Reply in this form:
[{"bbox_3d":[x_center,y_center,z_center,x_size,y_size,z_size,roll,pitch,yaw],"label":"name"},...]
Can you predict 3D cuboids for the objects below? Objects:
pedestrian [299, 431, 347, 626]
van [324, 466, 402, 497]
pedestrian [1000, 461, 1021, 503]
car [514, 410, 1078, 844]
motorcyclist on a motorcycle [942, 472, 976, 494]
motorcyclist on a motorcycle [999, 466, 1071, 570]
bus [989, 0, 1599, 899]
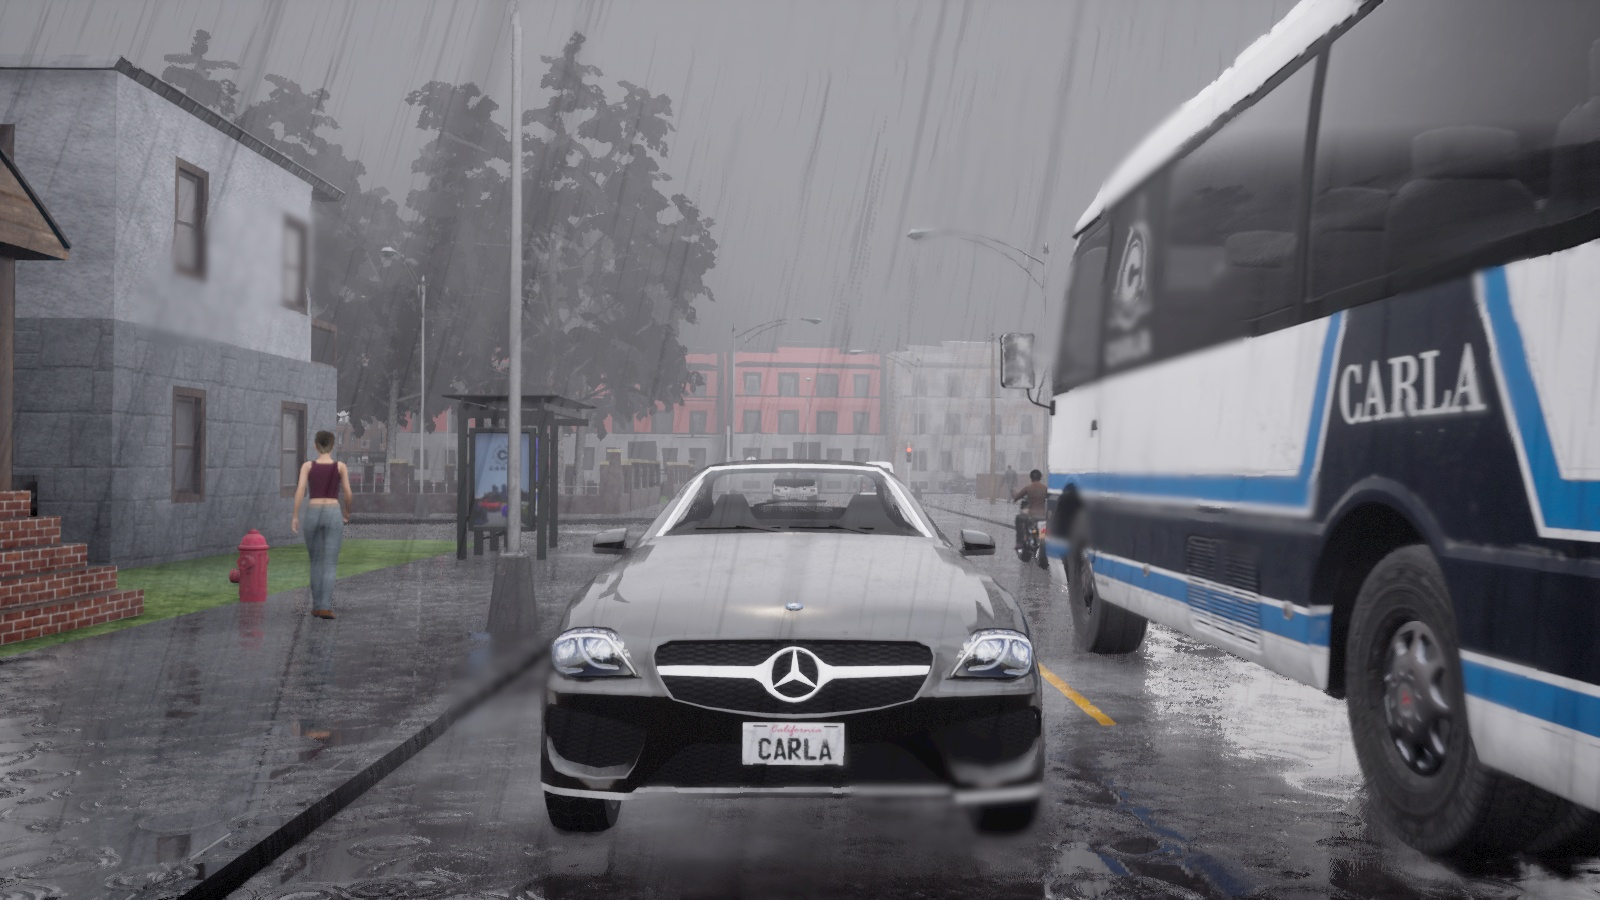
[{"bbox_3d":[-4.627,0.747,12.204,0.345,1.836,0.594,0,-1,-12],"label":"pedestrian"},{"bbox_3d":[-28.225,2.041,81.259,4.442,1.987,1.775,0,-1,0],"label":"van"},{"bbox_3d":[9.418,1.424,56.132,0.563,1.883,0.849,0,-1,-20],"label":"pedestrian"},{"bbox_3d":[-0.029,0.716,7.320,2.152,1.651,5.027,0,-1,0],"label":"car"},{"bbox_3d":[10.786,2.237,85.385,2.191,1.530,0.866,0,-1,-1],"label":"motorcyclist on a motorcycle"},{"bbox_3d":[3.927,1.104,21.166,0.766,1.649,2.350,0,-1,0],"label":"motorcyclist on a motorcycle"},{"bbox_3d":[3.968,-0.446,7.888,3.944,4.253,10.273,0,-1,0],"label":"bus"}]
